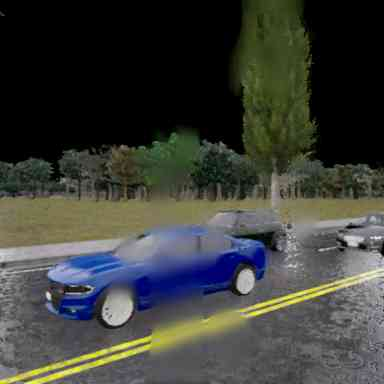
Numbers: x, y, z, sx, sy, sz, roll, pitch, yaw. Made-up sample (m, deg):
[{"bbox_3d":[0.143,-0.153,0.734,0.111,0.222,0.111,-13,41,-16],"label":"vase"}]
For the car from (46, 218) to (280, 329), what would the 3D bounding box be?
[{"bbox_3d":[-0.505,1.559,7.321,5.008,1.535,1.882,0,-1,-37],"label":"car"}]

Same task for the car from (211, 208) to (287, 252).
[{"bbox_3d":[1.575,1.483,12.884,4.553,1.767,2.097,0,-1,-36],"label":"car"}]

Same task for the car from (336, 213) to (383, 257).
[{"bbox_3d":[7.714,1.610,13.393,4.902,1.511,2.128,0,-1,-37],"label":"car"}]
